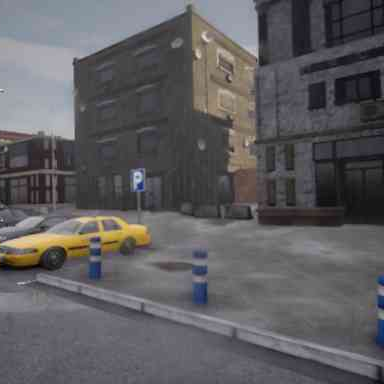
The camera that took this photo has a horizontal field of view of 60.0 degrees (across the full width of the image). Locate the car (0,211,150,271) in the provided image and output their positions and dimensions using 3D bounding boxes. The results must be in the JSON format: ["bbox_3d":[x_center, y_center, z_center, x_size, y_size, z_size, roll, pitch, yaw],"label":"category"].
[{"bbox_3d":[-3.807,1.545,11.577,1.946,1.575,5.366,0,0,36],"label":"car"}]

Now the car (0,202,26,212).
[{"bbox_3d":[-8.163,1.465,14.961,2.185,1.767,4.553,-1,-1,36],"label":"car"}]

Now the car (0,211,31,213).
[{"bbox_3d":[-5.919,1.608,13.359,2.002,1.452,4.674,-1,-1,36],"label":"car"}]
